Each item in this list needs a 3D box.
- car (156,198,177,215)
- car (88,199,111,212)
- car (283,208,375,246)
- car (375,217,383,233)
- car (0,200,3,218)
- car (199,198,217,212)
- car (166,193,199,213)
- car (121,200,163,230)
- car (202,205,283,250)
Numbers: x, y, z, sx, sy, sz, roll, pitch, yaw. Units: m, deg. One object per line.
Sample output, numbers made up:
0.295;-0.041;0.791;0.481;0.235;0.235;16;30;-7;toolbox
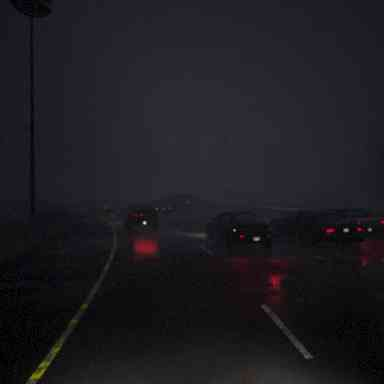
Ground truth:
-3.632;1.508;32.315;2.033;1.411;5.357;0;0;-24;car
-10.565;1.499;38.058;1.812;1.442;4.674;0;0;-30;car
5.384;1.506;15.127;2.033;1.411;5.357;0;0;-11;car
8.213;1.545;18.395;1.895;1.301;4.718;0;0;-12;car
-16.761;1.233;26.948;2.150;2.045;5.566;0;0;-25;car
1.095;1.413;38.385;1.882;1.535;5.008;0;0;-26;car
-1.664;1.169;36.239;2.150;2.045;5.566;0;0;-26;car
-3.338;1.482;21.144;1.837;1.490;4.892;0;0;-16;car
1.917;1.497;14.222;1.812;1.442;4.674;0;0;-10;car
